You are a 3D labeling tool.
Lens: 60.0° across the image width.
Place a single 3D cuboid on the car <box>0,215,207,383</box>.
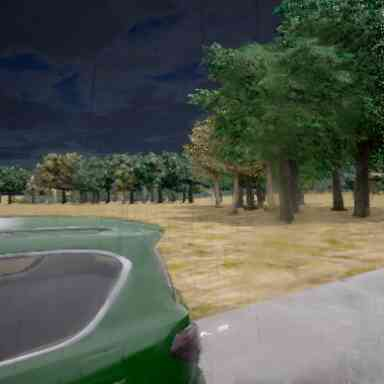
[{"bbox_3d":[-2.493,1.226,1.600,5.566,2.045,2.150,0,0,-36],"label":"car"}]
